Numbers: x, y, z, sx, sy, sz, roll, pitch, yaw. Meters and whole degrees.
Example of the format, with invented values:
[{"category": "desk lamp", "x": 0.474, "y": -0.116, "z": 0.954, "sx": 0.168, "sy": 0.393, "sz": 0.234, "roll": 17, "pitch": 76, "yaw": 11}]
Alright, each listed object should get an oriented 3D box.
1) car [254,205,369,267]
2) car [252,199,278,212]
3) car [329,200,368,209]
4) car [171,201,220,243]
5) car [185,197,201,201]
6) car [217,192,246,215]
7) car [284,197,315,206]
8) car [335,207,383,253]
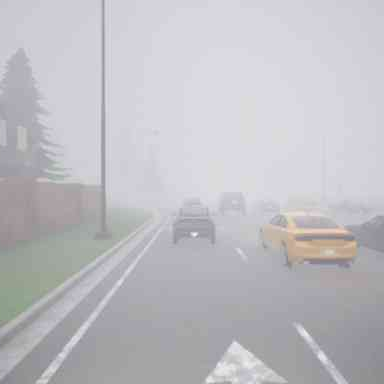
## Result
[{"category": "car", "x": 3.595, "y": 1.401, "z": 11.157, "sx": 1.882, "sy": 1.535, "sz": 5.008, "roll": 0, "pitch": 0, "yaw": 0}, {"category": "car", "x": 7.085, "y": 1.345, "z": 32.056, "sx": 1.994, "sy": 1.385, "sz": 4.181, "roll": 0, "pitch": 0, "yaw": 0}, {"category": "car", "x": 14.086, "y": 1.396, "z": 29.994, "sx": 1.895, "sy": 1.301, "sz": 4.718, "roll": 0, "pitch": 0, "yaw": 0}, {"category": "car", "x": 0.093, "y": 1.398, "z": 15.561, "sx": 1.837, "sy": 1.490, "sz": 4.892, "roll": 0, "pitch": 0, "yaw": 0}, {"category": "car", "x": 0.085, "y": 1.289, "z": 31.630, "sx": 1.837, "sy": 1.490, "sz": 4.892, "roll": 0, "pitch": 0, "yaw": 0}, {"category": "car", "x": 3.586, "y": 1.012, "z": 30.668, "sx": 2.150, "sy": 2.045, "sz": 5.566, "roll": 0, "pitch": 0, "yaw": 0}, {"category": "car", "x": 10.584, "y": 1.251, "z": 33.127, "sx": 1.882, "sy": 1.535, "sz": 5.008, "roll": 0, "pitch": 0, "yaw": 0}, {"category": "car", "x": 7.095, "y": 1.470, "z": 11.233, "sx": 2.033, "sy": 1.411, "sz": 5.357, "roll": 0, "pitch": 0, "yaw": 0}]
